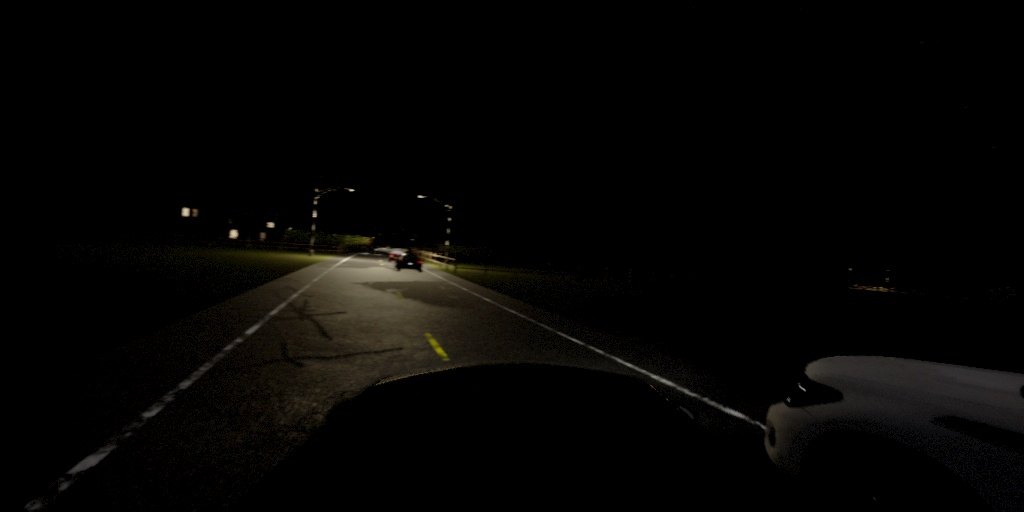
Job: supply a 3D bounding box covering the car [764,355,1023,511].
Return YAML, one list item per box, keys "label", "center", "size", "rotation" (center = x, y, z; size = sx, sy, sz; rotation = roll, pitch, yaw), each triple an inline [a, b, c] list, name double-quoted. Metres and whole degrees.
- label: "car"
  center: [4.192, 1.321, 1.188]
  size: [2.150, 2.045, 5.566]
  rotation: [5, 0, -23]

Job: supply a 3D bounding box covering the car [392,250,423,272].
- label: "car"
  center: [-8.475, 0.491, 29.311]
  size: [1.994, 1.385, 4.181]
  rotation: [5, 0, -21]

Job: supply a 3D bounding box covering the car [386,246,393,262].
- label: "car"
  center: [-13.589, -0.013, 42.246]
  size: [2.033, 1.411, 5.357]
  rotation: [5, 0, -20]
